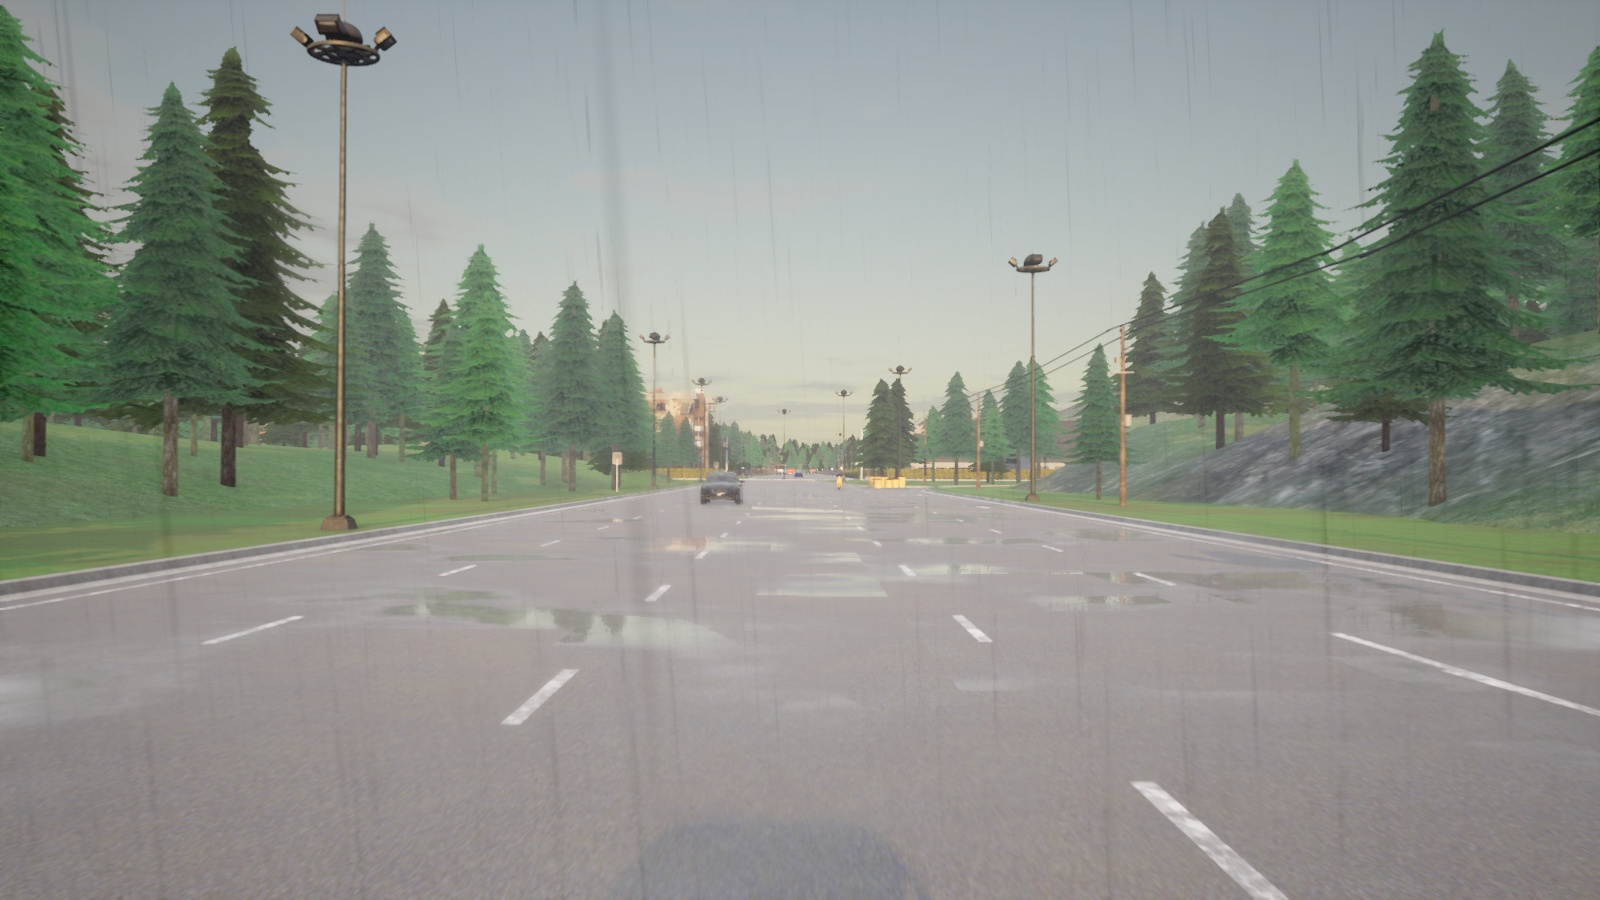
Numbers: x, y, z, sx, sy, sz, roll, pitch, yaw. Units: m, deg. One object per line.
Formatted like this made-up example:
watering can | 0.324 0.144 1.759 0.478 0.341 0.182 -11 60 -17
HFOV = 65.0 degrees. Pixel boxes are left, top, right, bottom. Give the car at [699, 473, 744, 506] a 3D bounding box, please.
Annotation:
car | -3.643 1.820 58.922 1.837 1.490 4.892 0 -1 0
